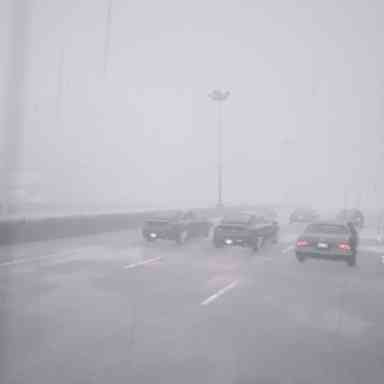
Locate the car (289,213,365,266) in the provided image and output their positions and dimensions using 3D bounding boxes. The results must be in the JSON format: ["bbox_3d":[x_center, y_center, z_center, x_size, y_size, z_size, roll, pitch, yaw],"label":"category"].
[{"bbox_3d":[5.177,1.720,12.371,2.033,1.411,5.357,0,-1,28],"label":"car"}]

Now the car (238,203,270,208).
[{"bbox_3d":[6.041,1.936,28.922,2.033,1.411,5.357,0,-1,28],"label":"car"}]

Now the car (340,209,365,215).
[{"bbox_3d":[12.220,1.990,25.633,2.033,1.411,5.357,0,-1,28],"label":"car"}]

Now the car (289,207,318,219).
[{"bbox_3d":[9.600,1.997,28.139,1.994,1.385,4.181,0,-1,28],"label":"car"}]

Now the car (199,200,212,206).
[{"bbox_3d":[3.397,2.376,68.730,2.033,1.411,5.357,1,-1,28],"label":"car"}]

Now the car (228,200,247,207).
[{"bbox_3d":[9.598,2.389,65.525,2.128,1.511,4.902,1,-1,29],"label":"car"}]

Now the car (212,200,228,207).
[{"bbox_3d":[6.497,2.340,67.128,1.882,1.535,5.008,1,-1,28],"label":"car"}]

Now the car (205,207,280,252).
[{"bbox_3d":[2.577,1.671,14.915,1.837,1.490,4.892,0,0,28],"label":"car"}]

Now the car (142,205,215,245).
[{"bbox_3d":[-0.514,1.644,16.558,1.837,1.490,4.892,0,0,28],"label":"car"}]
